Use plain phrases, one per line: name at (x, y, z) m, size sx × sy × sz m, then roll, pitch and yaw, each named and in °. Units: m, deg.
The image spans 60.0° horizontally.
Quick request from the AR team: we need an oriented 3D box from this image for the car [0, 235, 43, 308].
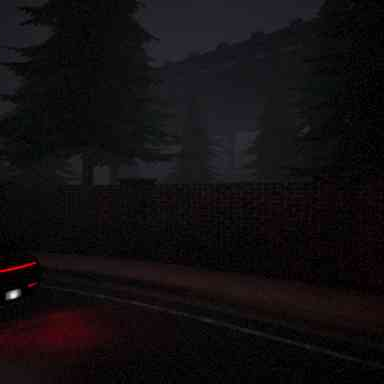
car at (-5.265, 1.506, 6.705) m, size 4.892 × 1.490 × 1.837 m, roll 0°, pitch -1°, yaw 24°
